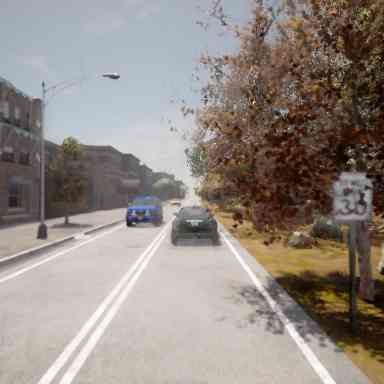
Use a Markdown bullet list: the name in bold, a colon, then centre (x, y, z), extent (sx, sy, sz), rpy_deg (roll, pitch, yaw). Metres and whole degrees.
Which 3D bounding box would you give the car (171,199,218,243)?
- **car**: centre (0.117, 1.421, 16.594), extent (2.097, 1.767, 4.553), rpy_deg (0, 0, 0)

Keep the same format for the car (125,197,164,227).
- **car**: centre (-3.316, 1.360, 24.206), extent (2.150, 2.045, 5.566), rpy_deg (0, -1, 0)
